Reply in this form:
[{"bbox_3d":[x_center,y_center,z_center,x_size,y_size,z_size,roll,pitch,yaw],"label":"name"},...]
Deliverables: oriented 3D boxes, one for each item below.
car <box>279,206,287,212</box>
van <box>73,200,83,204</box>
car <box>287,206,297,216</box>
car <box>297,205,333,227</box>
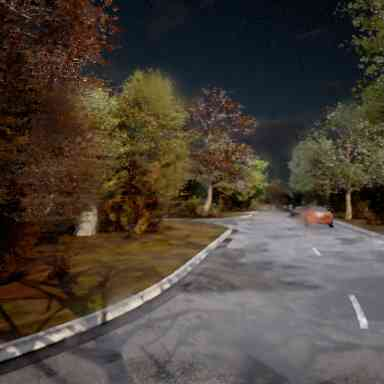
[{"bbox_3d":[22.158,4.033,79.454,1.837,1.490,4.892,1,-2,5],"label":"car"},{"bbox_3d":[-24.417,2.550,72.887,4.442,1.987,1.878,1,-2,13],"label":"van"},{"bbox_3d":[14.188,2.566,44.299,1.994,1.385,4.181,1,-2,13],"label":"car"},{"bbox_3d":[10.195,1.866,27.412,2.097,1.767,4.553,1,-1,13],"label":"car"}]
